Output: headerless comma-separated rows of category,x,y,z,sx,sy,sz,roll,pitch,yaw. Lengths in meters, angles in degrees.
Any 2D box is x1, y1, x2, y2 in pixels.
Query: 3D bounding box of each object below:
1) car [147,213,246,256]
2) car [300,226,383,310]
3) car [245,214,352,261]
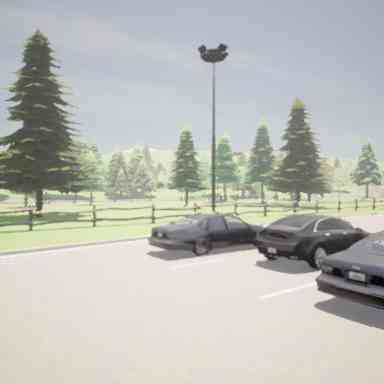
car,0.947,1.550,13.087,5.357,1.411,2.033,0,0,-35
car,5.003,1.550,7.382,5.357,1.411,2.033,0,0,-35
car,4.254,1.503,11.134,4.892,1.490,1.837,1,-1,-37
